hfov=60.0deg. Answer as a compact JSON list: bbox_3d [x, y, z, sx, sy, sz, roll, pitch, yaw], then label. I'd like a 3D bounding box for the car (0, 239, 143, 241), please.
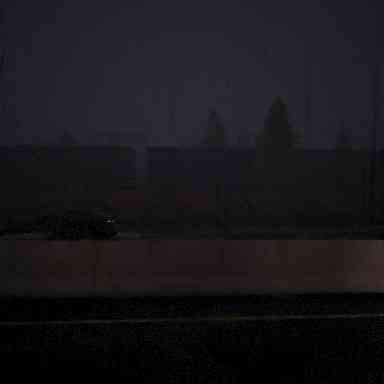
[{"bbox_3d":[-4.072,1.667,11.053,4.718,1.301,1.895,0,0,-4],"label":"car"}]
